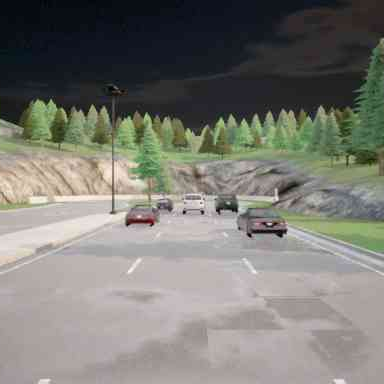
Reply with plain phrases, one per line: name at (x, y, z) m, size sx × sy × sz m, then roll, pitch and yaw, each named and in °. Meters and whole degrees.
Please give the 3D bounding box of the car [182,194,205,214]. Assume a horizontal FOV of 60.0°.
car at (0.149, 1.221, 35.026) m, size 2.150 × 2.045 × 5.566 m, roll 0°, pitch 0°, yaw 0°

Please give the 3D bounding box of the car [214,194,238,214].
car at (3.650, 1.220, 35.452) m, size 2.150 × 2.045 × 5.566 m, roll 0°, pitch 0°, yaw 1°

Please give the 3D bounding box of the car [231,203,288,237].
car at (3.606, 1.547, 17.939) m, size 2.033 × 1.411 × 5.357 m, roll 0°, pitch 0°, yaw 0°

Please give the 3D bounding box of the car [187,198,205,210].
car at (0.636, 1.564, 44.382) m, size 1.994 × 1.385 × 4.181 m, roll 0°, pitch 0°, yaw 6°

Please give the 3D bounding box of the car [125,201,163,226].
car at (-3.392, 1.563, 23.375) m, size 1.994 × 1.385 × 4.181 m, roll 0°, pitch 0°, yaw 0°

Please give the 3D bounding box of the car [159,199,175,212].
car at (-3.222, 1.526, 39.225) m, size 1.812 × 1.442 × 4.674 m, roll 0°, pitch 0°, yaw 2°
